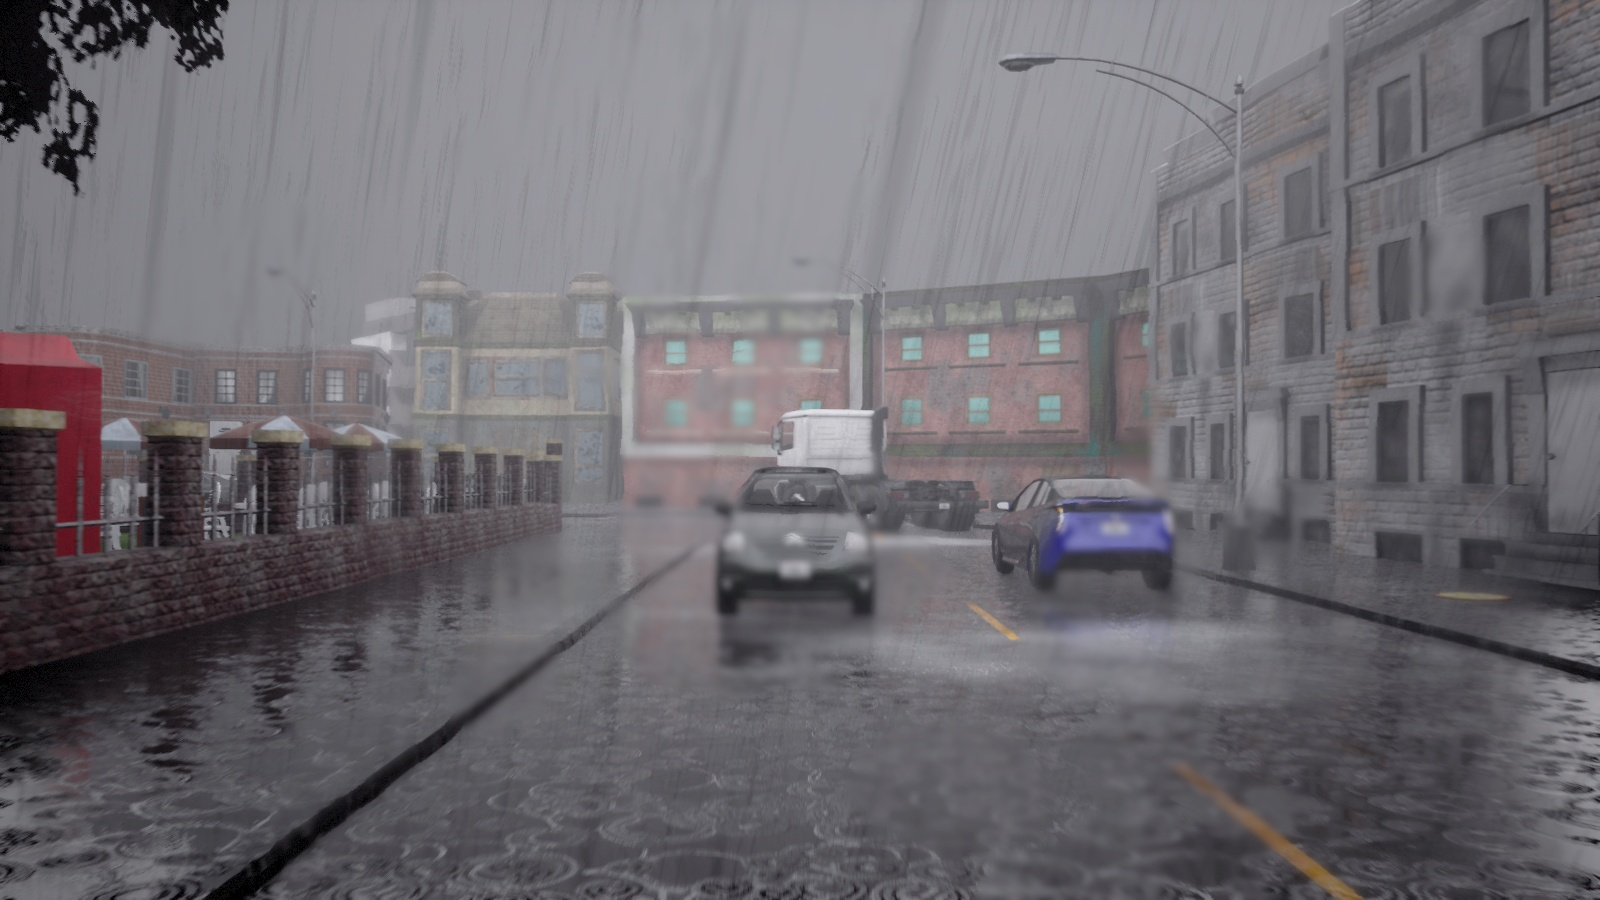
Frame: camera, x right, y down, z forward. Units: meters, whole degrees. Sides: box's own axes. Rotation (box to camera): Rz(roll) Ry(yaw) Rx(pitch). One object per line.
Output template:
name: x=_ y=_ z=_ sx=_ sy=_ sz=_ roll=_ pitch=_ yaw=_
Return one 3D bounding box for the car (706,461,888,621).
car: x=-0.036 y=0.960 z=14.759 sx=1.851 sy=1.617 sz=3.988 roll=0 pitch=-1 yaw=0

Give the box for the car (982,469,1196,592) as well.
car: x=3.956 y=1.047 z=18.009 sx=2.007 sy=1.525 sz=4.514 roll=0 pitch=-1 yaw=0

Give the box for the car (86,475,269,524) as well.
car: x=-19.684 y=1.565 z=39.853 sx=4.892 sy=1.490 sz=1.837 roll=0 pitch=-1 yaw=0

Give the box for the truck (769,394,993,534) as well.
truck: x=1.998 y=0.410 z=35.246 sx=2.891 sy=3.462 sz=7.936 roll=0 pitch=-1 yaw=-24

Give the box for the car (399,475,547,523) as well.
car: x=-10.324 y=1.537 z=39.855 sx=4.193 sy=1.474 sz=1.816 roll=0 pitch=-1 yaw=2
